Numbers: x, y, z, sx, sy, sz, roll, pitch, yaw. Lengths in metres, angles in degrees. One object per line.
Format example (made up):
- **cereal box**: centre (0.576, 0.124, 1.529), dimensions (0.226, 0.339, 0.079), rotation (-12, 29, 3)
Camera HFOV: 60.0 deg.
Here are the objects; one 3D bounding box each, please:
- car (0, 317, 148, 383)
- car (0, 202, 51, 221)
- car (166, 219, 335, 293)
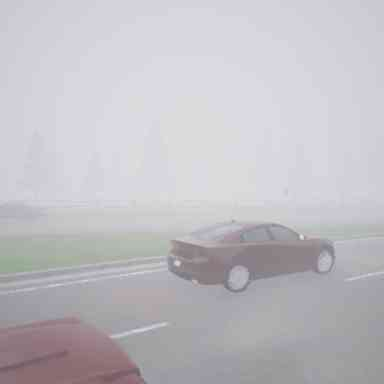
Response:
- **car**: centre (-2.518, 1.595, 1.821), dimensions (4.718, 1.301, 1.895), rotation (0, 0, -36)
- **car**: centre (-13.903, 1.506, 25.803), dimensions (5.357, 1.411, 2.033), rotation (0, 0, -5)
- **car**: centre (1.744, 1.475, 8.907), dimensions (5.008, 1.535, 1.882), rotation (0, 0, -33)
